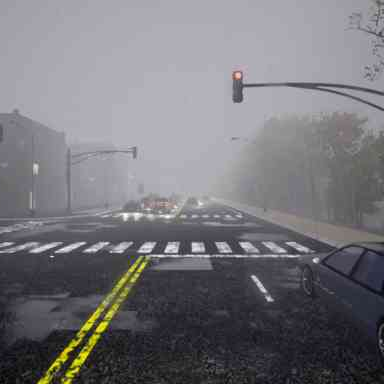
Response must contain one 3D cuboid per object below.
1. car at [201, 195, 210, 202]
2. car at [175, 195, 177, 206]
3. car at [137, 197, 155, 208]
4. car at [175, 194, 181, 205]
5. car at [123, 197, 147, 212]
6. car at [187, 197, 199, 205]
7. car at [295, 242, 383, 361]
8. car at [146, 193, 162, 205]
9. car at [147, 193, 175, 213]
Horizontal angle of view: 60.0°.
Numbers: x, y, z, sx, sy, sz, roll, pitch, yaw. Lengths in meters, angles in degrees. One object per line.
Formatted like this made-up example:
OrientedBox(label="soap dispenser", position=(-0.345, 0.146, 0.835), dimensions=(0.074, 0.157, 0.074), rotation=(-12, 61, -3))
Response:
OrientedBox(label="car", position=(3.149, 1.470, 78.813), dimensions=(1.882, 1.535, 5.008), rotation=(0, 0, 0))
OrientedBox(label="car", position=(-3.369, 1.499, 45.381), dimensions=(1.837, 1.490, 4.892), rotation=(0, 0, 0))
OrientedBox(label="car", position=(-6.623, 1.499, 48.422), dimensions=(1.837, 1.490, 4.892), rotation=(0, 0, 0))
OrientedBox(label="car", position=(-3.383, 1.485, 55.643), dimensions=(2.128, 1.511, 4.902), rotation=(0, 0, 0))
OrientedBox(label="car", position=(-6.603, 1.558, 38.027), dimensions=(1.994, 1.385, 4.181), rotation=(0, 0, 0))
OrientedBox(label="car", position=(0.051, 1.519, 57.847), dimensions=(1.812, 1.442, 4.674), rotation=(0, 0, 0))
OrientedBox(label="car", position=(3.353, 1.546, 5.448), dimensions=(2.033, 1.411, 5.357), rotation=(0, 0, 0))
OrientedBox(label="car", position=(-6.629, 1.215, 58.941), dimensions=(2.150, 2.045, 5.566), rotation=(0, 0, 0))
OrientedBox(label="car", position=(-3.350, 1.347, 36.509), dimensions=(2.097, 1.767, 4.553), rotation=(0, 0, 0))
